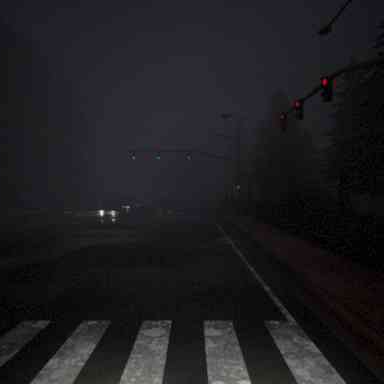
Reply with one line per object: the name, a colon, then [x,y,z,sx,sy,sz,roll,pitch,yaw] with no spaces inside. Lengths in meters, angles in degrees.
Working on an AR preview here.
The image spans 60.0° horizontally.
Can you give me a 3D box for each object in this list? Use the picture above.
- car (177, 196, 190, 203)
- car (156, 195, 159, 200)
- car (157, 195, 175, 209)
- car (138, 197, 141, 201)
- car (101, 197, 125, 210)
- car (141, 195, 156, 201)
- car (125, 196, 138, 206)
car: [-1.684,1.591,68.221,1.994,1.385,4.181,0,0,-14]
car: [-8.206,1.533,82.793,1.837,1.490,4.892,0,0,-37]
car: [-3.432,1.544,46.155,1.812,1.442,4.674,0,0,0]
car: [-11.827,1.504,65.992,1.882,1.535,5.008,0,0,-14]
car: [-10.608,1.619,44.095,1.895,1.301,4.718,0,0,0]
car: [-11.375,1.533,81.215,1.837,1.490,4.892,0,0,-37]
car: [-10.684,1.569,54.316,2.033,1.411,5.357,0,0,-1]
